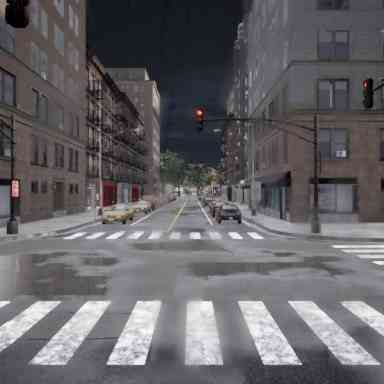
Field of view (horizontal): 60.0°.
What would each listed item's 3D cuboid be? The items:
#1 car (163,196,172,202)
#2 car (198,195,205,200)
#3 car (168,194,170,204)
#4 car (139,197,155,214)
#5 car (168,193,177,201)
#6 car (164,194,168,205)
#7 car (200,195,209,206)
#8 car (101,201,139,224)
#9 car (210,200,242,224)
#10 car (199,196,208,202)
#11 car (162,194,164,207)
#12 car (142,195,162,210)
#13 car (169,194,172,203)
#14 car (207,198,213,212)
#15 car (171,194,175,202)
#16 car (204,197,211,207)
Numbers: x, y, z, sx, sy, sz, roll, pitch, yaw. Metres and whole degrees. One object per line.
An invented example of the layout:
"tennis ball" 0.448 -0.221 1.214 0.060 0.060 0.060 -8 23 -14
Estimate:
"car" -5.367 1.535 73.912 1.752 1.417 4.829 0 0 0
"car" 2.675 1.597 90.524 1.802 1.307 4.206 0 0 0
"car" -5.380 1.557 57.635 2.008 1.369 4.403 0 0 0
"car" -5.398 1.528 35.537 1.752 1.417 4.829 0 0 0
"car" -5.354 1.330 90.528 2.192 1.841 5.009 0 0 0
"car" -5.384 1.446 52.153 1.967 1.590 4.097 0 0 0
"car" 2.659 1.557 52.150 2.008 1.369 4.403 0 0 0
"car" -5.406 1.526 24.574 1.752 1.417 4.829 0 0 0
"car" 2.647 1.552 24.740 2.008 1.369 4.403 0 0 0
"car" 2.671 1.556 79.560 1.887 1.381 4.507 0 0 0
"car" -5.389 1.445 46.672 1.967 1.590 4.097 0 0 0
"car" -5.393 1.319 41.190 2.192 1.841 5.009 0 0 0
"car" -5.376 1.573 63.118 1.947 1.339 4.313 0 0 0
"car" 2.649 1.547 30.222 1.887 1.381 4.507 0 0 0
"car" -5.371 1.324 68.600 2.192 1.841 5.009 0 0 0
"car" 2.652 1.554 35.704 2.008 1.369 4.403 0 0 0
